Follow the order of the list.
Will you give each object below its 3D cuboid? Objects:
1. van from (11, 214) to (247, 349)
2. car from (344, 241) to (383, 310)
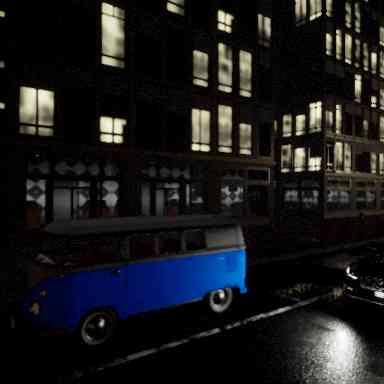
[{"bbox_3d":[-0.841,1.338,5.955,3.998,1.788,1.690,0,0,-36],"label":"van"},{"bbox_3d":[5.168,1.494,7.057,4.892,1.490,1.837,0,0,-36],"label":"car"}]
